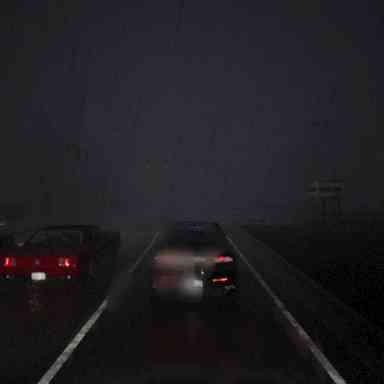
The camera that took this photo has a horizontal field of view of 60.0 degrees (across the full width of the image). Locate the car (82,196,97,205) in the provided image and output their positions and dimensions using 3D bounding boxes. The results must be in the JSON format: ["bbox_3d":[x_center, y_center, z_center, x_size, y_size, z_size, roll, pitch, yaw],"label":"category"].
[{"bbox_3d":[-18.508,1.540,60.554,1.812,1.442,4.674,0,0,1],"label":"car"}]

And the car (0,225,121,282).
[{"bbox_3d":[-3.426,1.603,9.704,1.895,1.301,4.718,0,0,0],"label":"car"}]

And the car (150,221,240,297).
[{"bbox_3d":[0.066,1.494,8.591,2.128,1.511,4.902,0,0,0],"label":"car"}]

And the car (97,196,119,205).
[{"bbox_3d":[-15.023,1.519,59.964,1.837,1.490,4.892,0,0,0],"label":"car"}]

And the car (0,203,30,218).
[{"bbox_3d":[-15.080,1.570,27.251,1.994,1.385,4.181,0,0,0],"label":"car"}]

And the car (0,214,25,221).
[{"bbox_3d":[-6.932,1.550,8.914,2.033,1.411,5.357,0,0,1],"label":"car"}]

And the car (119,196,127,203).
[{"bbox_3d":[-14.946,1.542,70.265,2.128,1.511,4.902,0,0,0],"label":"car"}]

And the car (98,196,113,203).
[{"bbox_3d":[-18.445,1.612,70.849,1.895,1.301,4.718,0,0,0],"label":"car"}]
